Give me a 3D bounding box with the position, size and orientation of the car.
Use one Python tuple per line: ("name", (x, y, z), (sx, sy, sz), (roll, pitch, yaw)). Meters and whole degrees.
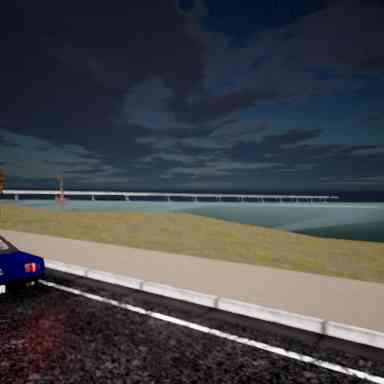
("car", (-5.475, 1.565, 7.596), (4.718, 1.301, 1.895), (0, 0, 36))
